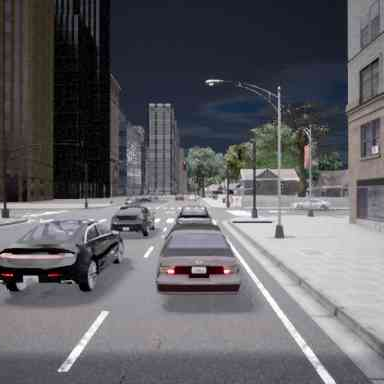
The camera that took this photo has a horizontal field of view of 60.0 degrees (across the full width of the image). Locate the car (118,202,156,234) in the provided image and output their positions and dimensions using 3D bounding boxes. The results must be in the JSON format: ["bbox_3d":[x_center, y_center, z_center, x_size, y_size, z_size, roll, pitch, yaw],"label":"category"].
[{"bbox_3d":[-3.131,1.502,18.190,1.837,1.490,4.892,0,0,0],"label":"car"}]

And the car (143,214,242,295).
[{"bbox_3d":[0.100,1.544,8.857,2.033,1.411,5.357,0,0,-1],"label":"car"}]

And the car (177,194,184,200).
[{"bbox_3d":[-3.150,1.302,94.032,1.882,1.535,5.008,0,0,0],"label":"car"}]

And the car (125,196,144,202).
[{"bbox_3d":[-9.777,1.482,54.554,2.128,1.511,4.902,0,0,0],"label":"car"}]

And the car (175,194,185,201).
[{"bbox_3d":[-3.161,1.334,83.997,2.097,1.767,4.553,0,0,0],"label":"car"}]

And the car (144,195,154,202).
[{"bbox_3d":[-9.677,1.582,69.341,1.895,1.301,4.718,0,0,0],"label":"car"}]

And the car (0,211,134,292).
[{"bbox_3d":[-3.142,1.491,8.929,2.128,1.511,4.902,0,0,0],"label":"car"}]

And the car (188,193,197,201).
[{"bbox_3d":[0.089,1.503,84.023,1.812,1.442,4.674,0,0,0],"label":"car"}]

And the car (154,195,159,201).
[{"bbox_3d":[-9.661,1.506,84.363,1.812,1.442,4.674,0,0,0],"label":"car"}]

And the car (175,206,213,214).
[{"bbox_3d":[0.117,1.489,17.910,2.128,1.511,4.902,0,0,0],"label":"car"}]

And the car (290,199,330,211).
[{"bbox_3d":[14.472,1.571,40.790,4.674,1.442,1.812,0,-1,0],"label":"car"}]
